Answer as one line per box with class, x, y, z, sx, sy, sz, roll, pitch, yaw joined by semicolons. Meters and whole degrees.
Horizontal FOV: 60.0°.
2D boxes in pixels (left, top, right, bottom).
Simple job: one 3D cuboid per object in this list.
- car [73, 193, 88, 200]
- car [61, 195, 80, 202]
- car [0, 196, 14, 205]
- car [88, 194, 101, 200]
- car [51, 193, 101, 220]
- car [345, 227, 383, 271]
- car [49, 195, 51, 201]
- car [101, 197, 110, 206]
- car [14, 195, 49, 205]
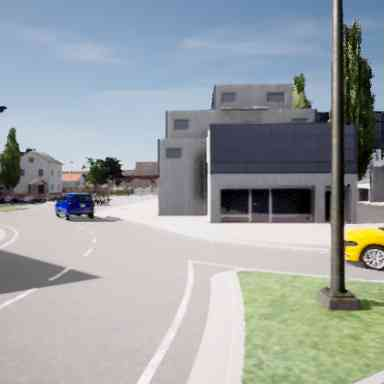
car;-28.008;1.119;83.531;1.882;1.535;5.008;0;0;2
car;-24.982;1.310;68.514;1.895;1.301;4.718;0;0;2
car;-29.080;1.367;53.292;1.994;1.385;4.181;0;0;3
car;-24.499;1.156;83.766;1.812;1.442;4.674;0;0;2
car;-9.496;1.109;26.841;2.150;2.045;5.566;0;0;-33
car;6.844;1.410;9.636;5.008;1.535;1.882;0;0;15
car;-28.495;1.251;68.153;2.128;1.511;4.902;0;0;2
car;-13.859;1.378;50.479;1.895;1.301;4.718;0;0;1
car;-25.570;1.341;53.309;2.033;1.411;5.357;0;0;3
